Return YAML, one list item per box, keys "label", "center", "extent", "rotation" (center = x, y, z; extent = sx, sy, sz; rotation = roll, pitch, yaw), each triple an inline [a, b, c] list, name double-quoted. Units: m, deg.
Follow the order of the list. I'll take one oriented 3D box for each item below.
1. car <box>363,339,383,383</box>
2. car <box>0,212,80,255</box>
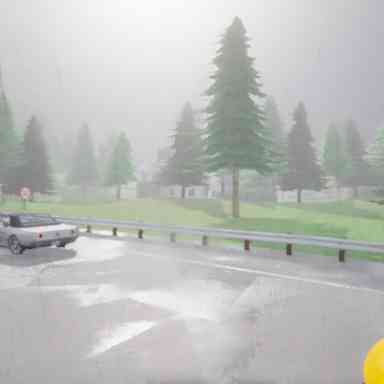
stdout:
- label: "car"
  center: [3.504, 1.502, 1.415]
  extent: [5.008, 1.535, 1.882]
  rotation: [1, 1, 36]
- label: "car"
  center: [-6.427, 1.394, 12.277]
  extent: [4.718, 1.301, 1.895]
  rotation: [1, 1, 32]
